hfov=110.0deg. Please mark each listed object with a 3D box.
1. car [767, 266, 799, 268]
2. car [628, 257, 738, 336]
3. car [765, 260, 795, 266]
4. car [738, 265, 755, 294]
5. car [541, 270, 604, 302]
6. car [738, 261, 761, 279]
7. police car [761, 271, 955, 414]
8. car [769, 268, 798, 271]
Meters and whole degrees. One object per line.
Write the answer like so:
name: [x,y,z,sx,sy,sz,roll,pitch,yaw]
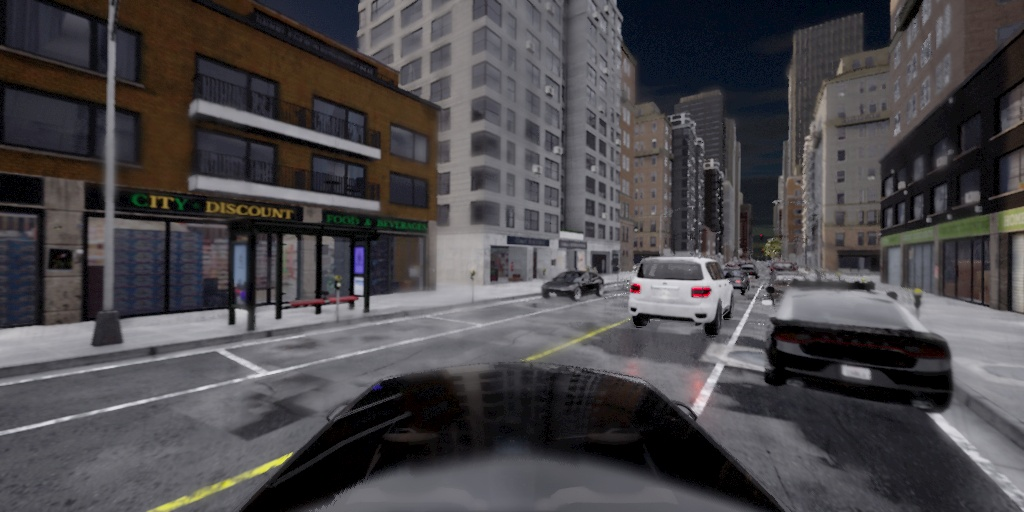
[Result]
car: [16.554,1.524,21.687,2.007,1.370,4.403,0,0,36]
car: [5.400,1.051,11.129,2.150,2.045,5.566,0,0,36]
car: [23.087,1.379,30.595,2.192,1.841,5.009,0,0,36]
car: [13.381,1.488,22.018,2.033,1.411,5.357,0,0,36]
car: [3.139,1.390,17.812,1.948,1.339,4.313,0,0,36]
car: [25.600,1.617,38.843,1.837,1.490,4.892,0,0,36]
police car: [5.754,1.247,6.487,1.930,1.638,5.238,0,0,36]
car: [13.287,1.478,17.234,2.007,1.370,4.403,0,0,36]
